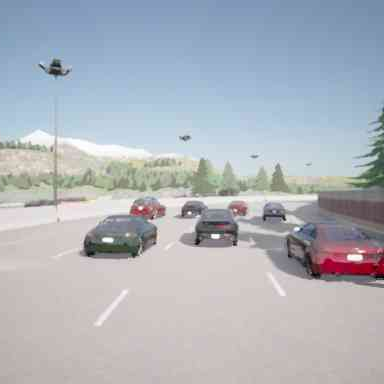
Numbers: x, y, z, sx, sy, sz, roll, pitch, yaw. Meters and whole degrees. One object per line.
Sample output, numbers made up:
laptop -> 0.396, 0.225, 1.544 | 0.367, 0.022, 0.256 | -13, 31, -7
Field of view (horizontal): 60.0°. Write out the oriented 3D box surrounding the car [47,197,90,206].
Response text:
car -> -12.944, 1.326, 35.806 | 2.097, 1.767, 4.553 | 0, 0, 14

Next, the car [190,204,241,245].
car -> 1.222, 1.513, 15.623 | 1.837, 1.490, 4.892 | 0, 0, 7

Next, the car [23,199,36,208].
car -> -18.783, 1.522, 41.086 | 1.994, 1.385, 4.181 | 0, 0, 16

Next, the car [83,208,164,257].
car -> -2.588, 1.560, 13.010 | 1.994, 1.385, 4.181 | 0, 0, 6

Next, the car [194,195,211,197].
car -> 2.937, 1.372, 75.109 | 1.837, 1.490, 4.892 | 0, 0, 29

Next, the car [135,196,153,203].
car -> -10.399, 1.533, 72.552 | 1.994, 1.385, 4.181 | 0, 0, 27

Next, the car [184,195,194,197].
car -> 0.123, 1.366, 77.241 | 1.812, 1.442, 4.674 | 0, 0, 29

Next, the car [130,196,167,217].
car -> -3.661, 1.349, 28.533 | 2.097, 1.767, 4.553 | 0, 0, 12

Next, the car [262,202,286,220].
car -> 6.945, 1.575, 28.208 | 2.033, 1.411, 5.357 | 0, 0, 13

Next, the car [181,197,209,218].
car -> 0.333, 1.514, 30.421 | 1.837, 1.490, 4.892 | 0, 0, 13

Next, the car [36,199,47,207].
car -> -15.627, 1.473, 39.405 | 1.837, 1.490, 4.892 | 0, 0, 16

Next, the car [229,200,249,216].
car -> 4.615, 1.548, 33.159 | 1.812, 1.442, 4.674 | 0, 0, 14

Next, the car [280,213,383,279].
car -> 4.165, 1.578, 10.154 | 1.994, 1.385, 4.181 | 0, 0, 5
